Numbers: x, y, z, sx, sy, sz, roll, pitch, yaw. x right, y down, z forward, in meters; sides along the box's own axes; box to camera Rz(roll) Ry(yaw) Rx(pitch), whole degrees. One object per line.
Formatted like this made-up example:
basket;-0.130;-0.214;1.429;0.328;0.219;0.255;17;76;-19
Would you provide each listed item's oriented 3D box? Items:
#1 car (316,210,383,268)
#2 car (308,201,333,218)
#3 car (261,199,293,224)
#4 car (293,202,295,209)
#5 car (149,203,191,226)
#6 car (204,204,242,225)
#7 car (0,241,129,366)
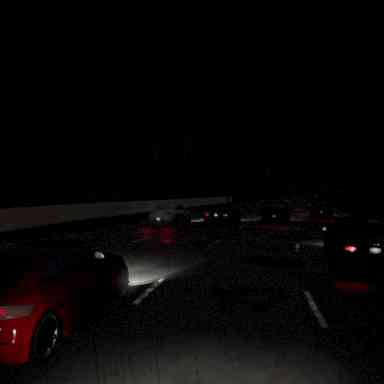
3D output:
car;5.547;1.589;11.149;2.033;1.411;5.357;0;0;17
car;11.922;1.568;30.938;1.882;1.535;5.008;0;0;18
car;6.466;1.530;25.469;1.882;1.535;5.008;0;0;18
car;11.709;1.619;41.586;1.812;1.442;4.674;0;0;18
car;-1.474;1.524;23.718;1.812;1.442;4.674;0;0;18
car;2.344;1.572;24.170;2.033;1.411;5.357;0;0;18
car;-2.620;1.549;5.884;1.994;1.385;4.181;0;0;8
